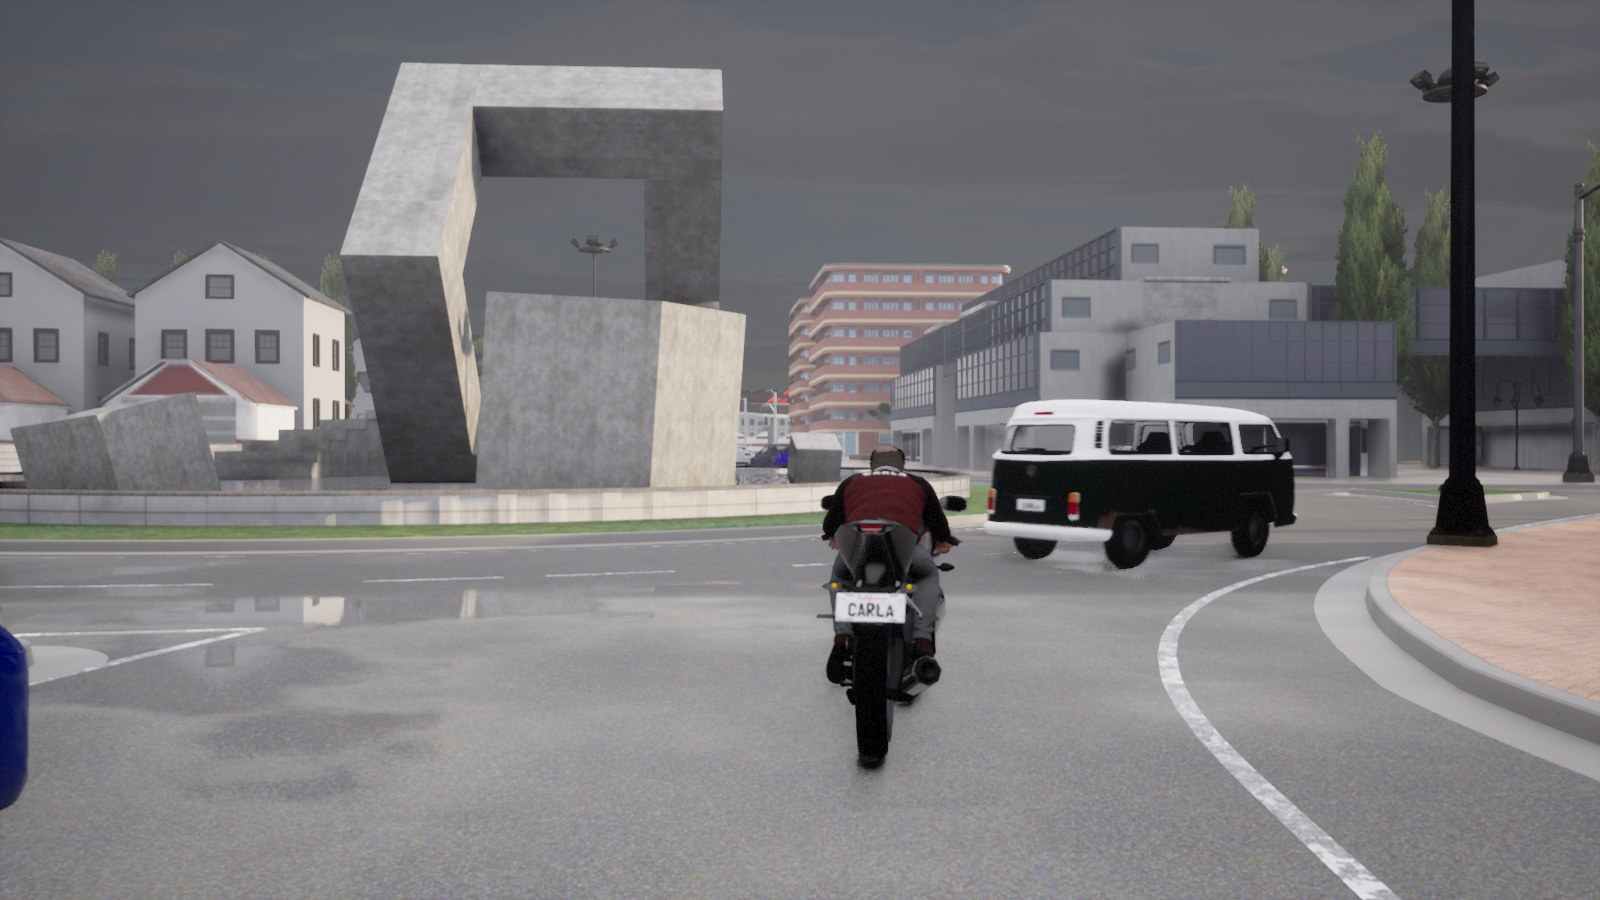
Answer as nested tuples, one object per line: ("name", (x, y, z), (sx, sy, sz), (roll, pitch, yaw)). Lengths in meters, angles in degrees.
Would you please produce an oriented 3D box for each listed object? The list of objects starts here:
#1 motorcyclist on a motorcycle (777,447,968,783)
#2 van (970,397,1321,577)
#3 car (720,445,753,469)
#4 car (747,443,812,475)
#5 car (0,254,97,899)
("motorcyclist on a motorcycle", (0.475, 0.753, 6.881), (0.866, 1.530, 2.191), (0, 0, 8))
("van", (4.575, 0.405, 16.387), (4.480, 2.038, 2.069), (0, 1, -36))
("car", (-4.066, 0.435, 79.670), (1.812, 1.442, 4.674), (0, 0, -6))
("car", (-1.086, 0.428, 63.127), (2.007, 1.525, 4.514), (0, 0, -19))
("car", (-3.463, 0.457, 1.420), (2.150, 2.045, 5.566), (0, 0, 1))
